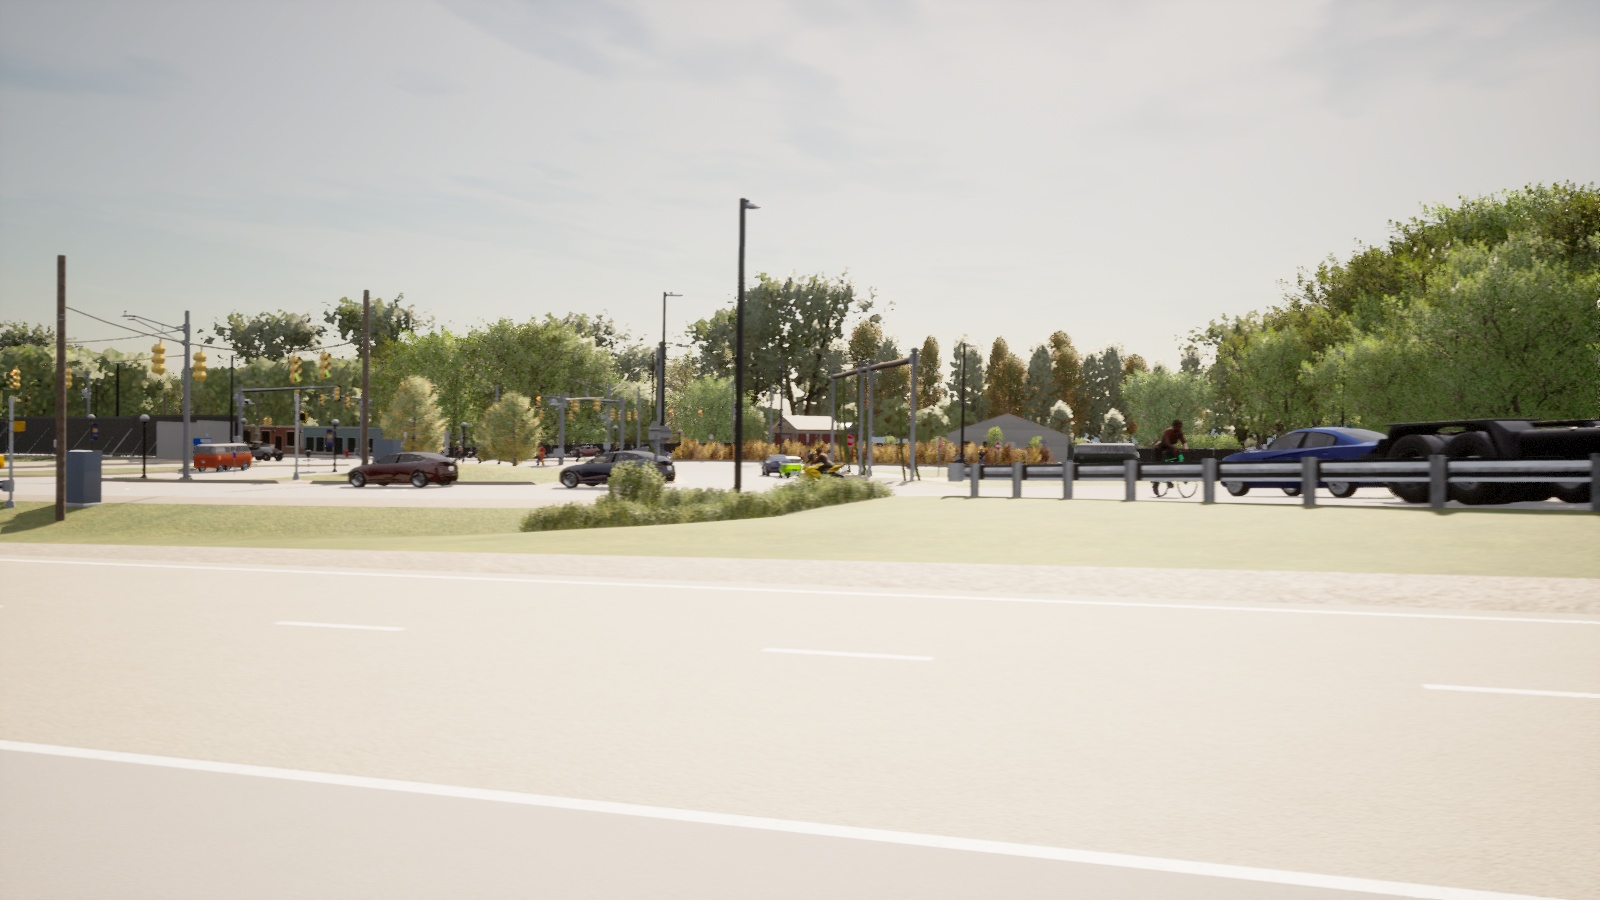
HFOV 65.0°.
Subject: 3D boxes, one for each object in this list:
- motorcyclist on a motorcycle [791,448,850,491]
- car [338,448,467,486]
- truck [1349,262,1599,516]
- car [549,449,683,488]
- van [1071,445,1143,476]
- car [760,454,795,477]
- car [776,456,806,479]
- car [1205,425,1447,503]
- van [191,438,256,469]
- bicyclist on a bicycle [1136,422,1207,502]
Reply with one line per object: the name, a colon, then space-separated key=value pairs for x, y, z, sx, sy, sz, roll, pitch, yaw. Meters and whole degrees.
motorcyclist on a motorcycle: x=0.754 y=0.703 z=46.027 sx=2.044 sy=1.523 sz=0.797 roll=0 pitch=1 yaw=32
car: x=-16.755 y=0.688 z=52.947 sx=4.792 sy=1.488 sz=2.163 roll=0 pitch=1 yaw=18
truck: x=12.060 y=-0.815 z=18.408 sx=2.891 sy=3.462 sz=7.936 roll=0 pitch=-1 yaw=-17
car: x=-7.295 y=0.705 z=49.853 sx=4.792 sy=1.488 sz=2.163 roll=0 pitch=1 yaw=21
van: x=20.814 y=0.687 z=85.145 sx=4.442 sy=1.987 sz=1.775 roll=1 pitch=1 yaw=23
car: x=-1.528 y=1.020 z=83.512 sx=1.812 sy=1.442 sz=4.674 roll=1 pitch=0 yaw=-7
car: x=-0.548 y=1.057 z=76.665 sx=1.481 sy=1.376 sz=2.207 roll=1 pitch=0 yaw=-9
car: x=11.273 y=0.344 z=27.371 sx=1.882 sy=1.535 sz=5.008 roll=1 pitch=-2 yaw=-22
van: x=-40.496 y=0.222 z=88.290 sx=1.775 sy=1.987 sz=4.442 roll=1 pitch=1 yaw=14
bicyclist on a bicycle: x=7.700 y=0.255 z=26.116 sx=0.582 sy=1.620 sz=1.656 roll=1 pitch=-1 yaw=-18
